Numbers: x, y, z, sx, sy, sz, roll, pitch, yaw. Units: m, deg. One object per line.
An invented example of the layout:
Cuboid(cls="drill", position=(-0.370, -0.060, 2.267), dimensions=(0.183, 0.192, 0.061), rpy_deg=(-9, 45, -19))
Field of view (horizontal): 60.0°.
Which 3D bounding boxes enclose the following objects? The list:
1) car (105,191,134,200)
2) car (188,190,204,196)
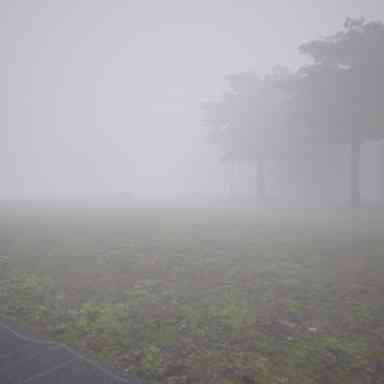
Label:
Cuboid(cls="car", position=(-12.317, 0.560, 56.901), dimensions=(2.033, 1.411, 5.357), rpy_deg=(2, 3, 36))
Cuboid(cls="car", position=(0.948, 0.144, 75.413), dimensions=(1.994, 1.385, 4.181), rpy_deg=(2, 2, 36))
